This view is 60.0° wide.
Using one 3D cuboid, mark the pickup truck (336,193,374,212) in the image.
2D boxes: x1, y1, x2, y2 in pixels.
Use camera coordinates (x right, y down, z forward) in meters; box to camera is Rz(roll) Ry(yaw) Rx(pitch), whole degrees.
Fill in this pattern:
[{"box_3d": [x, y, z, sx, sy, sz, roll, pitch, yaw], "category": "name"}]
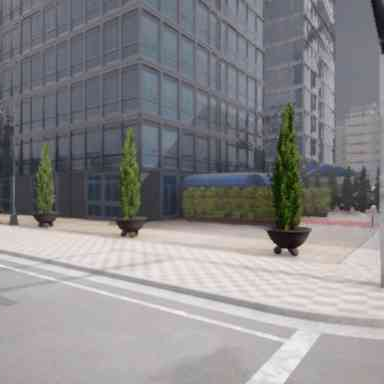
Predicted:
[{"box_3d": [19.010, 1.057, 37.146, 6.274, 2.098, 2.390, 0, 0, -24], "category": "pickup truck"}]
